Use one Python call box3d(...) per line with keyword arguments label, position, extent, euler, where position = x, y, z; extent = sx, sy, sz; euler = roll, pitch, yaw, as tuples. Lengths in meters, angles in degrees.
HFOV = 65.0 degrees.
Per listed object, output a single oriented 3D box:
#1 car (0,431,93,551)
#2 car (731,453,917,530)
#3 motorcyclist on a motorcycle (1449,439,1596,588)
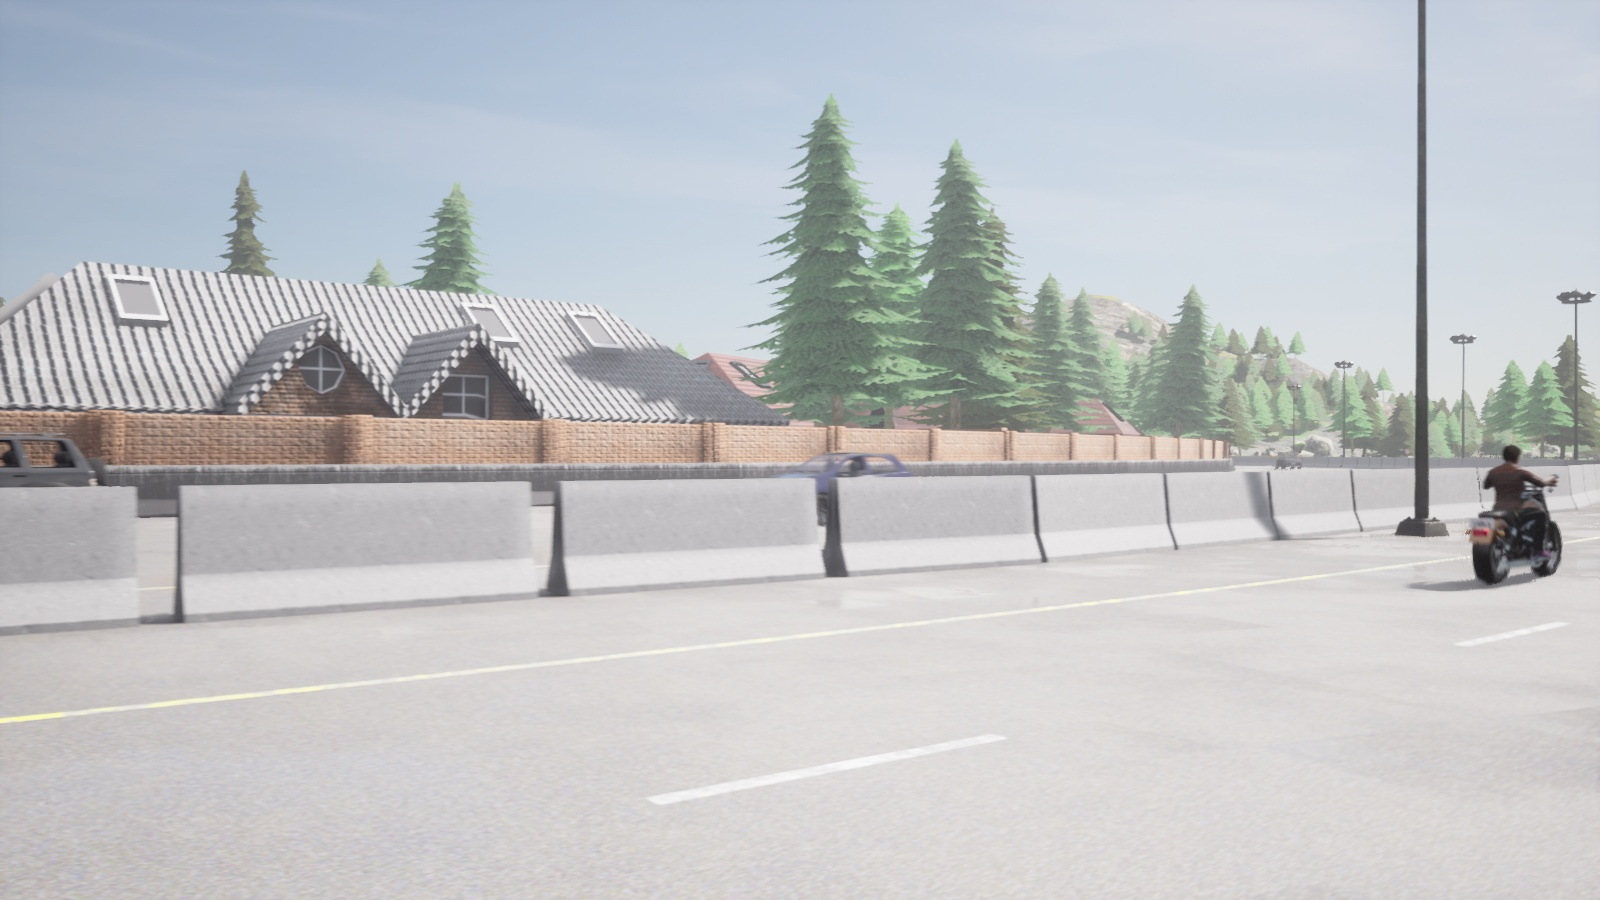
box3d(label="car", position=(-13.785, 0.642, 19.611), extent=(4.605, 1.855, 1.932), euler=(0, 0, -35))
box3d(label="car", position=(0.537, 0.826, 26.493), extent=(3.633, 1.501, 1.845), euler=(0, 0, -41))
box3d(label="motorcyclist on a motorcycle", position=(8.643, 0.715, 14.973), extent=(2.350, 1.649, 0.766), euler=(0, -1, -41))
